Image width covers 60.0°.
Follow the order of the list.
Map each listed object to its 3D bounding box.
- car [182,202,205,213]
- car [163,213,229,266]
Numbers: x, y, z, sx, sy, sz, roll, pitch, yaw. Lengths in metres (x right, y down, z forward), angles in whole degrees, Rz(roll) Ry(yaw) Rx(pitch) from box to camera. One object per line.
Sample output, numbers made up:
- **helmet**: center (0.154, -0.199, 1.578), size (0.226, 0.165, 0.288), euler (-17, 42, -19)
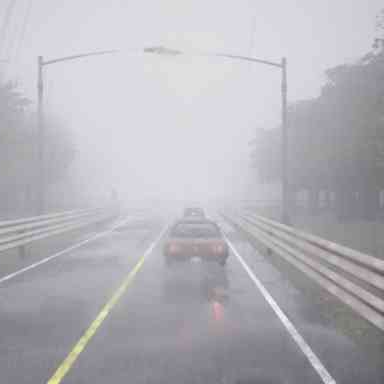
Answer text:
- **car**: center (0.130, 1.626, 29.354), size (1.812, 1.442, 4.674), euler (0, 0, 0)
- **car**: center (0.116, 1.624, 11.590), size (1.895, 1.301, 4.718), euler (0, 0, 0)
